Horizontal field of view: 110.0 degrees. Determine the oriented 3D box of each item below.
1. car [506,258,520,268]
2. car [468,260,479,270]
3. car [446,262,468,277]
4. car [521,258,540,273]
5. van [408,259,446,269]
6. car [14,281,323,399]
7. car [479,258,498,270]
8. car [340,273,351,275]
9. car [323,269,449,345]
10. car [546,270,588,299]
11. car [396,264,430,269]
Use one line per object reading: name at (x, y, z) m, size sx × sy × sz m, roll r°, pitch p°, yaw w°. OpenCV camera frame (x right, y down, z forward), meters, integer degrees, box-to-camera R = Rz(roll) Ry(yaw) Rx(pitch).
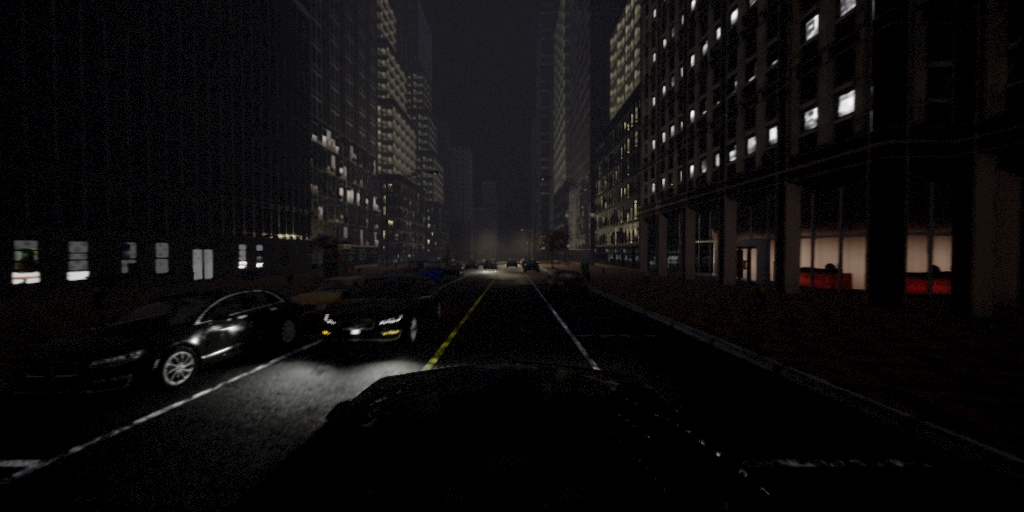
car at (0.001, 1.370, 61.647) m, size 1.895 × 1.301 × 4.718 m, roll 0°, pitch 0°, yaw 0°
car at (-5.690, 1.311, 51.594) m, size 2.007 × 1.370 × 4.403 m, roll 0°, pitch 0°, yaw 0°
car at (-5.689, 1.297, 34.718) m, size 1.888 × 1.381 × 4.507 m, roll 0°, pitch 0°, yaw 0°
car at (2.352, 1.281, 43.720) m, size 1.812 × 1.442 × 4.674 m, roll 0°, pitch 0°, yaw 0°
van at (-5.689, 1.090, 23.468) m, size 1.690 × 1.789 × 3.998 m, roll 0°, pitch 0°, yaw 0°
car at (-5.690, 1.299, 6.594) m, size 2.007 × 1.370 × 4.403 m, roll 0°, pitch 0°, yaw 0°
car at (-3.068, 1.251, 51.259) m, size 2.128 × 1.511 × 4.902 m, roll 0°, pitch 0°, yaw 0°
car at (-5.690, 1.273, 12.049) m, size 1.751 × 1.417 × 4.829 m, roll 0°, pitch 0°, yaw 0°
car at (-3.099, 1.253, 9.524) m, size 1.837 × 1.490 × 4.892 m, roll 0°, pitch 0°, yaw 0°
car at (2.691, 1.330, 17.844) m, size 1.802 × 1.307 × 4.207 m, roll 0°, pitch 0°, yaw 0°
car at (-5.689, 1.293, 17.844) m, size 1.888 × 1.381 × 4.507 m, roll 0°, pitch 0°, yaw 0°
